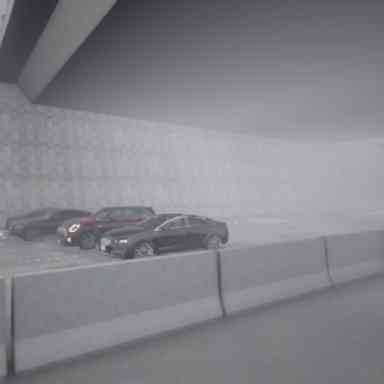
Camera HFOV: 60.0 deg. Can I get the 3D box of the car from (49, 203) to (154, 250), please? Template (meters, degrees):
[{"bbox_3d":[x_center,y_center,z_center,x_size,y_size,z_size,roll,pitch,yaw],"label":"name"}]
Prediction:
[{"bbox_3d":[-3.433,1.378,14.451,4.553,1.767,2.097,0,0,-36],"label":"car"}]

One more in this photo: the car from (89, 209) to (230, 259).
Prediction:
[{"bbox_3d":[-0.829,1.521,12.009,4.902,1.511,2.128,0,0,-36],"label":"car"}]

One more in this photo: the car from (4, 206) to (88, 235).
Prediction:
[{"bbox_3d":[-8.475,1.584,19.450,4.181,1.385,1.994,0,0,-36],"label":"car"}]

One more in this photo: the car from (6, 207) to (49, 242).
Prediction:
[{"bbox_3d":[-6.483,1.545,16.572,4.674,1.442,1.812,0,0,-36],"label":"car"}]
